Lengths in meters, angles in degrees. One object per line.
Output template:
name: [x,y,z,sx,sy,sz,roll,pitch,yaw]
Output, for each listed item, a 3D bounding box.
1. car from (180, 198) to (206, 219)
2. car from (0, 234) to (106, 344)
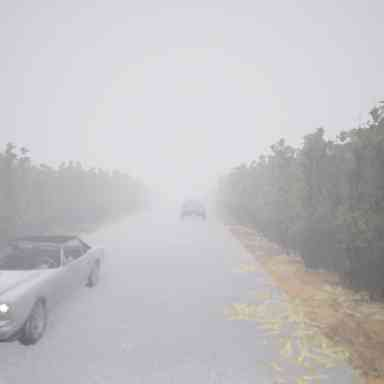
car: [0.092,1.373,26.207,1.895,1.301,4.718,0,1,0]
car: [-3.189,1.594,6.511,1.895,1.301,4.718,0,0,0]
